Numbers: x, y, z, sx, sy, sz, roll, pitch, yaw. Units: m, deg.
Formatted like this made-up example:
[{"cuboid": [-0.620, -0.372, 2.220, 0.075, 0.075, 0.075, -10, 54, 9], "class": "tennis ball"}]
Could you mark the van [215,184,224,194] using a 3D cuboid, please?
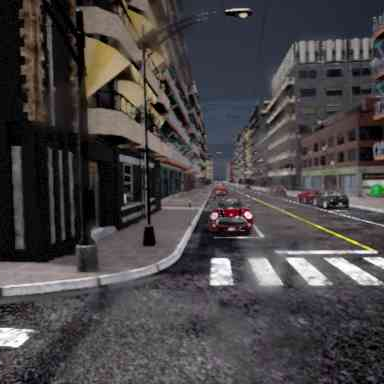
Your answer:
[{"cuboid": [5.397, -0.646, 66.323, 1.690, 1.788, 3.998, -2, 2, 4], "class": "van"}]

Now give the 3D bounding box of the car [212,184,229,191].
[{"cuboid": [3.785, -0.005, 43.834, 2.192, 1.841, 5.009, -2, 2, 4], "class": "car"}]

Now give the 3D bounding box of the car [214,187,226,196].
[{"cuboid": [4.585, -0.123, 54.914, 1.752, 1.417, 4.829, -2, 2, 4], "class": "car"}]

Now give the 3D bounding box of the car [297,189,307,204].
[{"cuboid": [11.343, 0.376, 31.987, 1.887, 1.381, 4.507, -2, 2, 4], "class": "car"}]

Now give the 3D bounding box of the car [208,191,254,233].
[{"cuboid": [1.776, 0.953, 15.729, 1.967, 1.590, 4.097, -2, 2, 4], "class": "car"}]

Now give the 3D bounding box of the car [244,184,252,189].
[{"cuboid": [15.772, -1.461, 93.828, 1.887, 1.381, 4.507, -2, 2, 4], "class": "car"}]

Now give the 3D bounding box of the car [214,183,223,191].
[{"cuboid": [7.007, -1.341, 88.809, 2.192, 1.841, 5.009, -2, 2, 4], "class": "car"}]

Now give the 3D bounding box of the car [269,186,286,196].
[{"cuboid": [12.548, -0.228, 48.850, 1.967, 1.590, 4.097, -2, 2, 4], "class": "car"}]

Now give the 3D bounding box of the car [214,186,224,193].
[{"cuboid": [5.806, -0.603, 71.950, 2.008, 1.369, 4.403, -2, 2, 4], "class": "car"}]

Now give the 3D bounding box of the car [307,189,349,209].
[{"cuboid": [10.941, 0.549, 26.366, 2.008, 1.369, 4.403, -2, 2, 4], "class": "car"}]
